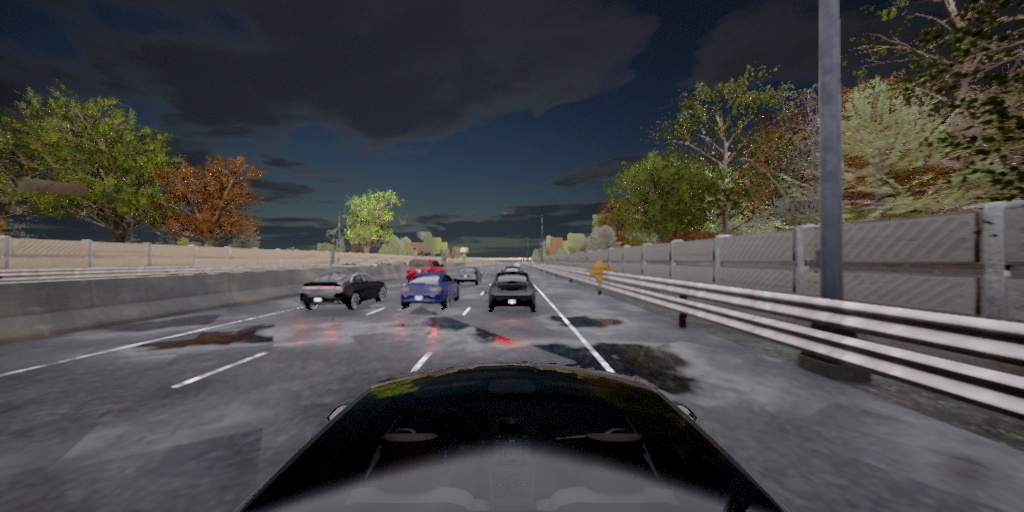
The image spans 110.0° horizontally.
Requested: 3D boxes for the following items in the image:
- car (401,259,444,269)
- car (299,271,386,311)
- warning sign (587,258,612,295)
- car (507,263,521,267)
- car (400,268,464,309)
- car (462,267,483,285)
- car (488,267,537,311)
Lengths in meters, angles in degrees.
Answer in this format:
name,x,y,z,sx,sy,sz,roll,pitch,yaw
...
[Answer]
name,x,y,z,sx,sy,sz,roll,pitch,yaw
car,-6.989,1.273,29.418,2.150,2.045,5.566,0,0,0
car,-6.980,1.385,15.343,2.128,1.511,4.902,0,0,0
warning sign,4.552,1.043,18.619,1.300,1.860,1.060,0,0,0
car,0.025,1.588,30.744,1.812,1.442,4.674,0,0,0
car,-3.478,1.422,15.742,1.812,1.442,4.674,0,0,0
car,-3.489,1.595,29.361,2.033,1.411,5.357,0,-1,0
car,0.020,1.399,15.330,1.837,1.490,4.892,0,0,0
